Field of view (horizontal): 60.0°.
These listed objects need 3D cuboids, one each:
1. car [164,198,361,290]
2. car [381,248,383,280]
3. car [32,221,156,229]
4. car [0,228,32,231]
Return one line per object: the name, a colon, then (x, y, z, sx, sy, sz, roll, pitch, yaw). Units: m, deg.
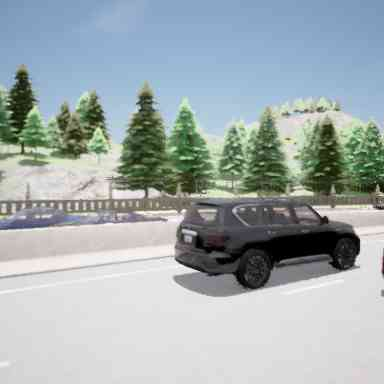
car: (2.208, 1.174, 9.147, 5.566, 2.045, 2.150, 0, 0, -31)
car: (6.421, 1.430, 7.502, 5.008, 1.535, 1.882, 0, 0, -29)
car: (-3.564, 1.487, 14.062, 5.357, 1.411, 2.033, 0, 0, -32)
car: (-7.433, 1.487, 15.714, 5.357, 1.411, 2.033, 0, 0, -34)
